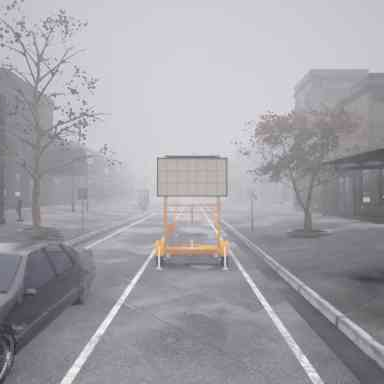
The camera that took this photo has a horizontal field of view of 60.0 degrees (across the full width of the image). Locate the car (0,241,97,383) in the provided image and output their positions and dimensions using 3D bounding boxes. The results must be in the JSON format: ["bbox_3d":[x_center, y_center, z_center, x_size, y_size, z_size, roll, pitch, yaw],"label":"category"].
[{"bbox_3d":[-3.098,1.583,5.486,2.033,1.411,5.357,0,-1,0],"label":"car"}]

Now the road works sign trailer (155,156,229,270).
[{"bbox_3d":[0.005,0.562,11.408,2.380,3.560,2.880,0,-1,0],"label":"road works sign trailer"}]

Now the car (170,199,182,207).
[{"bbox_3d":[-2.976,2.066,62.457,1.837,1.490,4.892,0,0,0],"label":"car"}]
